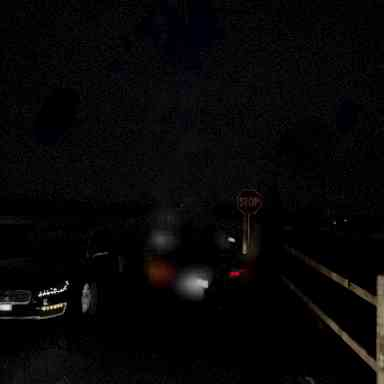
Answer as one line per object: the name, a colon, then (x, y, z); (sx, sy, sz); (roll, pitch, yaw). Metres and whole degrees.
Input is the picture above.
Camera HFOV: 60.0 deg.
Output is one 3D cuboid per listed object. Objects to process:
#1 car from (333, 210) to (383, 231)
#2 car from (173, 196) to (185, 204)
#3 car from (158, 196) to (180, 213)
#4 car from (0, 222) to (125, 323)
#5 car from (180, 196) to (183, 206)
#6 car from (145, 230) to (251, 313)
car: (12.738, 2.048, 23.856); (4.902, 1.511, 2.128); (2, 0, 1)
car: (-2.626, 1.616, 68.227); (2.033, 1.411, 5.357); (0, 0, 1)
car: (-2.770, 1.517, 37.439); (2.128, 1.511, 4.902); (0, 0, 0)
car: (-2.797, 1.507, 7.494); (1.837, 1.490, 4.892); (0, 0, 1)
car: (-2.744, 1.598, 47.434); (1.994, 1.385, 4.181); (0, 0, 0)
car: (0.101, 1.567, 7.779); (1.994, 1.385, 4.181); (0, 0, 0)
